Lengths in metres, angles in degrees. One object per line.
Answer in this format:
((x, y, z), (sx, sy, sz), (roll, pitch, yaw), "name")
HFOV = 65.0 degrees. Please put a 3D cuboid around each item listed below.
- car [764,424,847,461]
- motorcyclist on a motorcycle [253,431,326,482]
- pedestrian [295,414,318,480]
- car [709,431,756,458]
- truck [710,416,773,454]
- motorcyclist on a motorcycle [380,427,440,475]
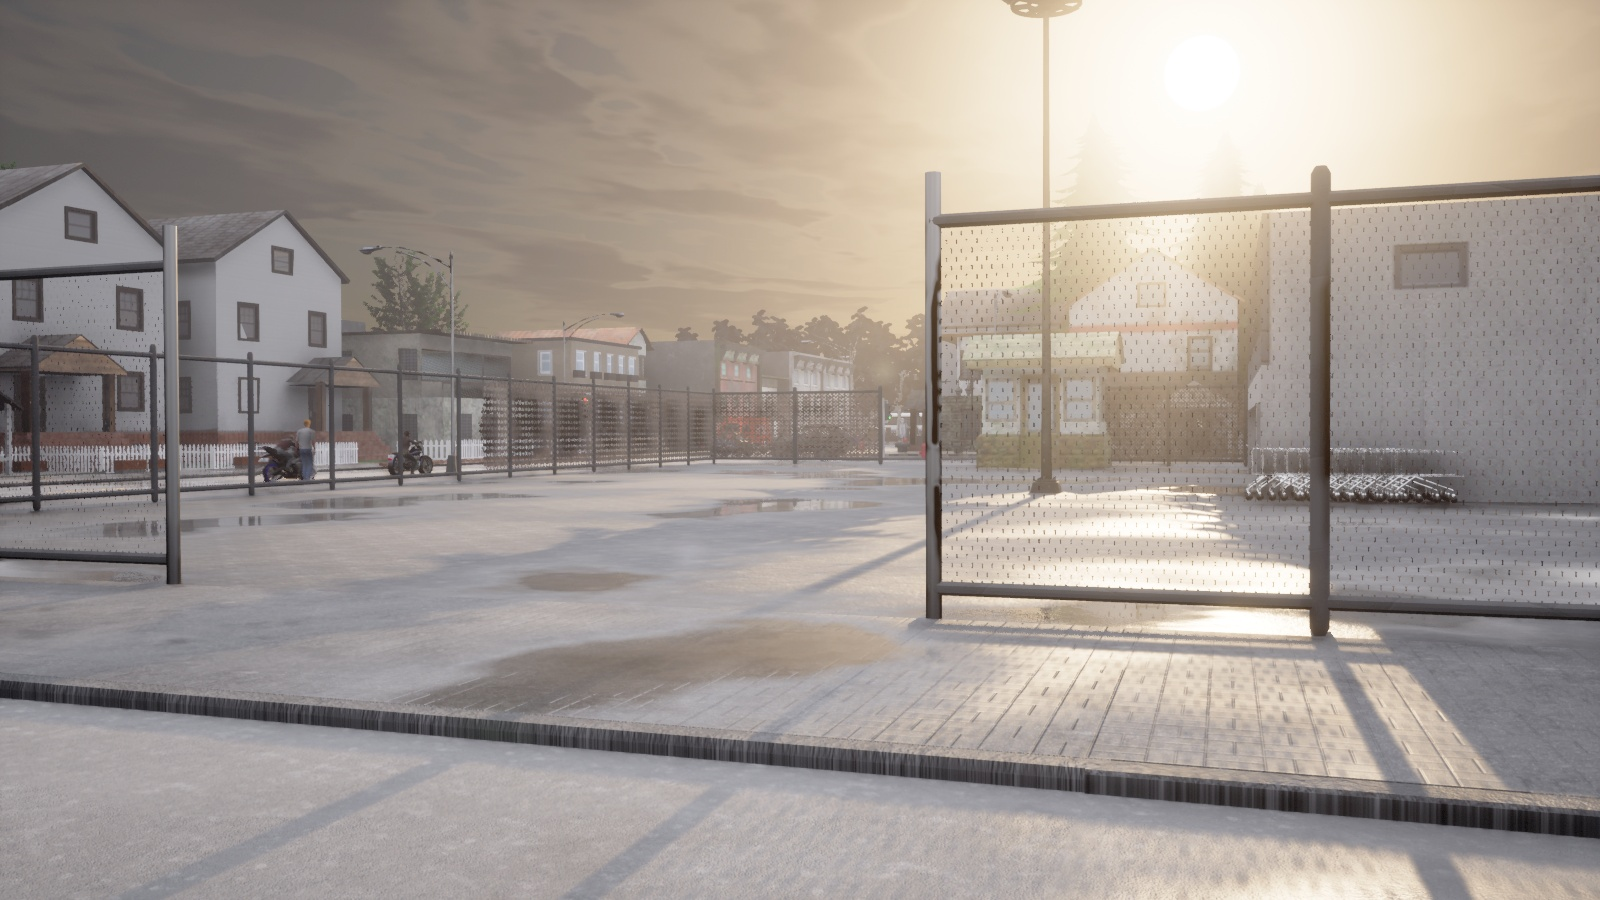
((0.283, -0.408, 64.407), (3.866, 1.878, 1.905), (1, 1, 19), "car")
((-15.695, 0.183, 38.670), (0.866, 1.530, 2.191), (1, 1, 19), "motorcyclist on a motorcycle")
((-13.883, -0.088, 35.343), (0.354, 1.836, 0.706), (0, 1, 1), "pedestrian")
((-3.911, -0.348, 73.290), (1.816, 1.474, 4.193), (0, 1, 11), "car")
((-3.927, -1.049, 85.792), (2.627, 2.467, 5.204), (1, 1, 18), "truck")
((-13.768, 0.014, 44.441), (0.766, 1.649, 2.350), (1, 1, 20), "motorcyclist on a motorcycle")
